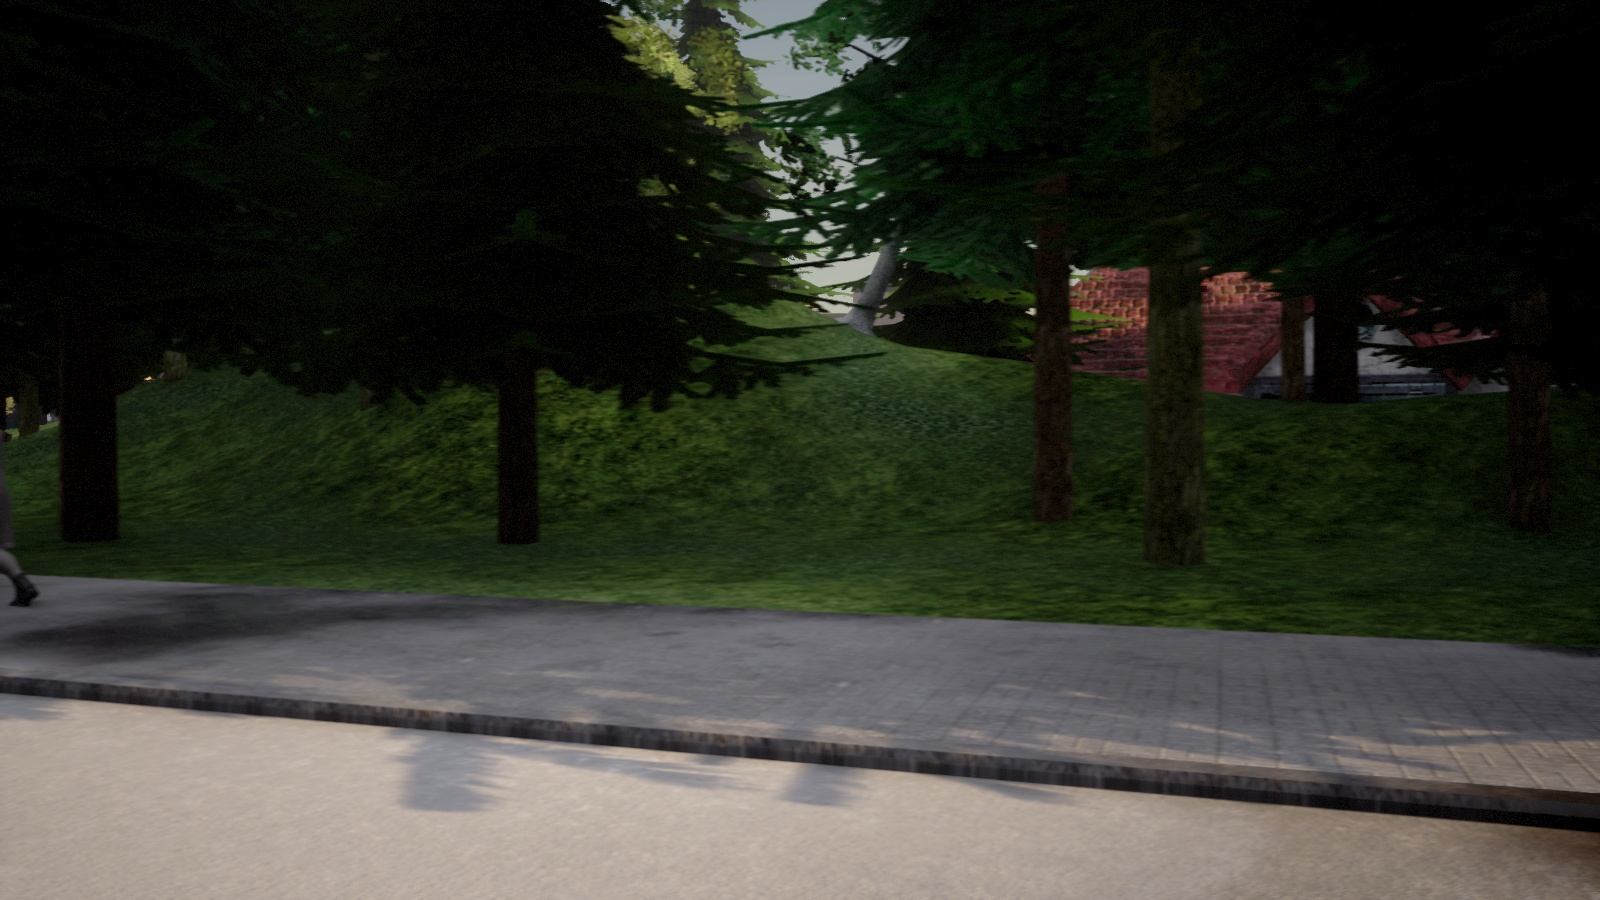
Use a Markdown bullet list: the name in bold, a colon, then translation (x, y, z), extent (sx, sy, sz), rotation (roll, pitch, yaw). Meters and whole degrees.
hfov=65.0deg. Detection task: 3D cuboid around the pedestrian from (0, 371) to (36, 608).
- **pedestrian**: translation (-7.030, 0.321, 10.497), extent (0.873, 1.952, 0.659), rotation (0, 1, 2)
